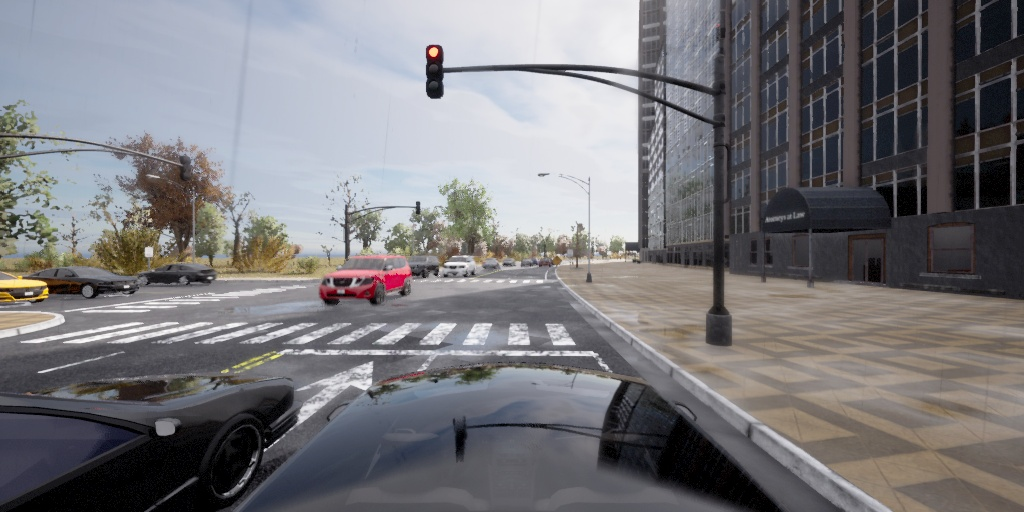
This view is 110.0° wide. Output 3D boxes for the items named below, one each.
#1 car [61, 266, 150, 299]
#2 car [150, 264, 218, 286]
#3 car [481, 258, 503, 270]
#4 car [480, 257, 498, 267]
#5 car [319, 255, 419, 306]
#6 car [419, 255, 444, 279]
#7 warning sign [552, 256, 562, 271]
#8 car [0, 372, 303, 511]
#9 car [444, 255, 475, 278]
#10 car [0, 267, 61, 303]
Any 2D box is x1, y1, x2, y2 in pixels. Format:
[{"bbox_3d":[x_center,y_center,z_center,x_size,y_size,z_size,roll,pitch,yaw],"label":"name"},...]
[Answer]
[{"bbox_3d":[-21.836,1.275,18.162,5.008,1.535,1.882,0,0,4],"label":"car"},{"bbox_3d":[-23.213,1.281,24.860,4.892,1.490,1.837,0,0,3],"label":"car"},{"bbox_3d":[-2.934,1.275,51.730,1.812,1.442,4.674,0,0,8],"label":"car"},{"bbox_3d":[-4.098,1.102,65.050,2.097,1.767,4.553,0,0,10],"label":"car"},{"bbox_3d":[-6.232,0.969,16.072,2.150,2.045,5.566,0,0,3],"label":"car"},{"bbox_3d":[-8.352,0.967,33.162,2.150,2.045,5.566,0,0,5],"label":"car"},{"bbox_3d":[5.511,0.868,43.966,1.300,1.860,1.060,0,0,7],"label":"warning sign"},{"bbox_3d":[-3.127,1.298,1.264,2.033,1.411,5.357,0,0,1],"label":"car"},{"bbox_3d":[-4.966,0.968,34.411,2.150,2.045,5.566,0,0,6],"label":"car"},{"bbox_3d":[-22.477,1.288,14.941,5.008,1.535,1.882,0,0,3],"label":"car"}]
